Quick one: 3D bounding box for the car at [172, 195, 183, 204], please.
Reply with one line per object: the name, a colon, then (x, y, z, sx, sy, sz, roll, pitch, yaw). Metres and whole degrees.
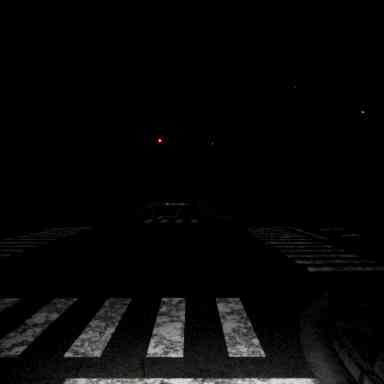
car: (-2.967, 1.498, 69.308, 2.097, 1.767, 4.553, 0, 0, 0)
